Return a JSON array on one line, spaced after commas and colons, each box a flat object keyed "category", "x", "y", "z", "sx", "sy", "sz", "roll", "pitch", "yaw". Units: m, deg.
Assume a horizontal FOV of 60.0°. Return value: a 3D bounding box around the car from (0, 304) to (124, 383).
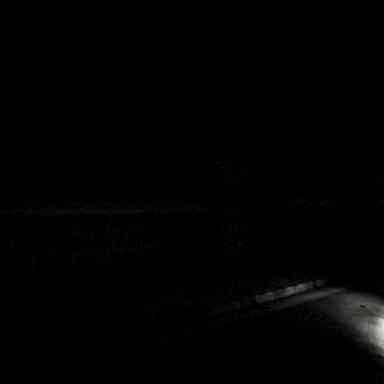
[{"category": "car", "x": -2.707, "y": 1.481, "z": 1.480, "sx": 4.892, "sy": 1.490, "sz": 1.837, "roll": 0, "pitch": 0, "yaw": -35}]
